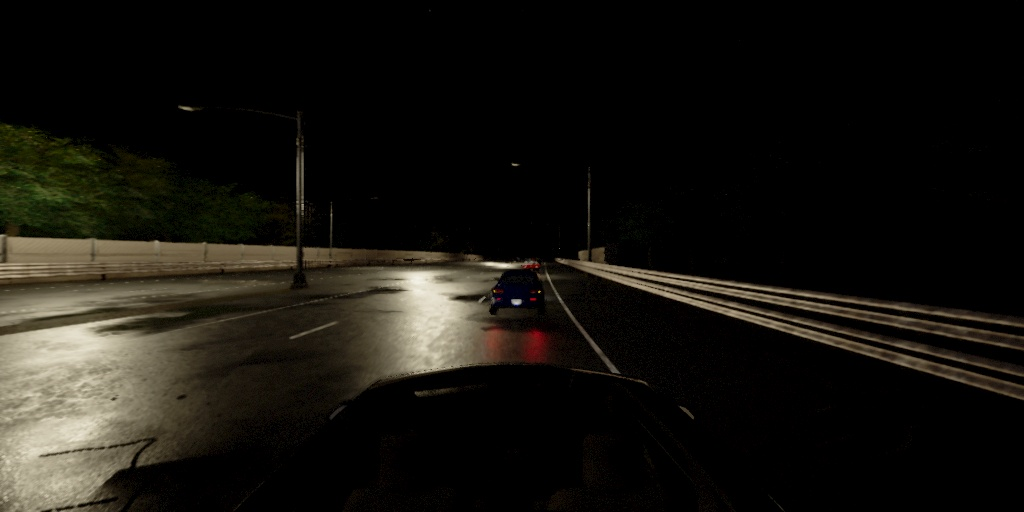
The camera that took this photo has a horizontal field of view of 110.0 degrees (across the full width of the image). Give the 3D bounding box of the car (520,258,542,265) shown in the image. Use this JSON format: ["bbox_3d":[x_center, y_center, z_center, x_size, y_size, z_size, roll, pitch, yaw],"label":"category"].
[{"bbox_3d":[2.273,1.245,42.139,1.895,1.301,4.718,0,0,5],"label":"car"}]

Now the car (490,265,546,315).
[{"bbox_3d":[0.268,1.241,13.411,1.812,1.442,4.674,0,0,3],"label":"car"}]
